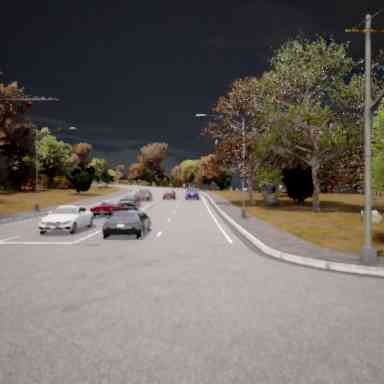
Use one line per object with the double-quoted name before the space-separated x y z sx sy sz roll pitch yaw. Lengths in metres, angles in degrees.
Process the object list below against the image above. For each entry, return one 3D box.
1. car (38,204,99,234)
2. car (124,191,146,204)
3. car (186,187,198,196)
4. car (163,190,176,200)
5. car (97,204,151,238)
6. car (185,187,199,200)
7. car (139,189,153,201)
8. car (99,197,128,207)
"car" -7.099 1.499 19.241 1.812 1.442 4.674 0 1 0
"car" -7.025 1.034 38.006 2.033 1.411 5.357 0 2 1
"car" -0.077 -0.136 60.940 1.882 1.535 5.008 0 3 -3
"car" -3.485 0.381 51.249 1.812 1.442 4.674 0 3 0
"car" -3.394 1.551 17.847 1.994 1.385 4.181 0 0 0
"car" 0.015 0.231 50.771 2.097 1.767 4.553 0 3 0
"car" -6.985 0.360 48.150 2.097 1.767 4.553 0 3 0
"car" -7.080 1.413 28.266 1.895 1.301 4.718 0 1 0
